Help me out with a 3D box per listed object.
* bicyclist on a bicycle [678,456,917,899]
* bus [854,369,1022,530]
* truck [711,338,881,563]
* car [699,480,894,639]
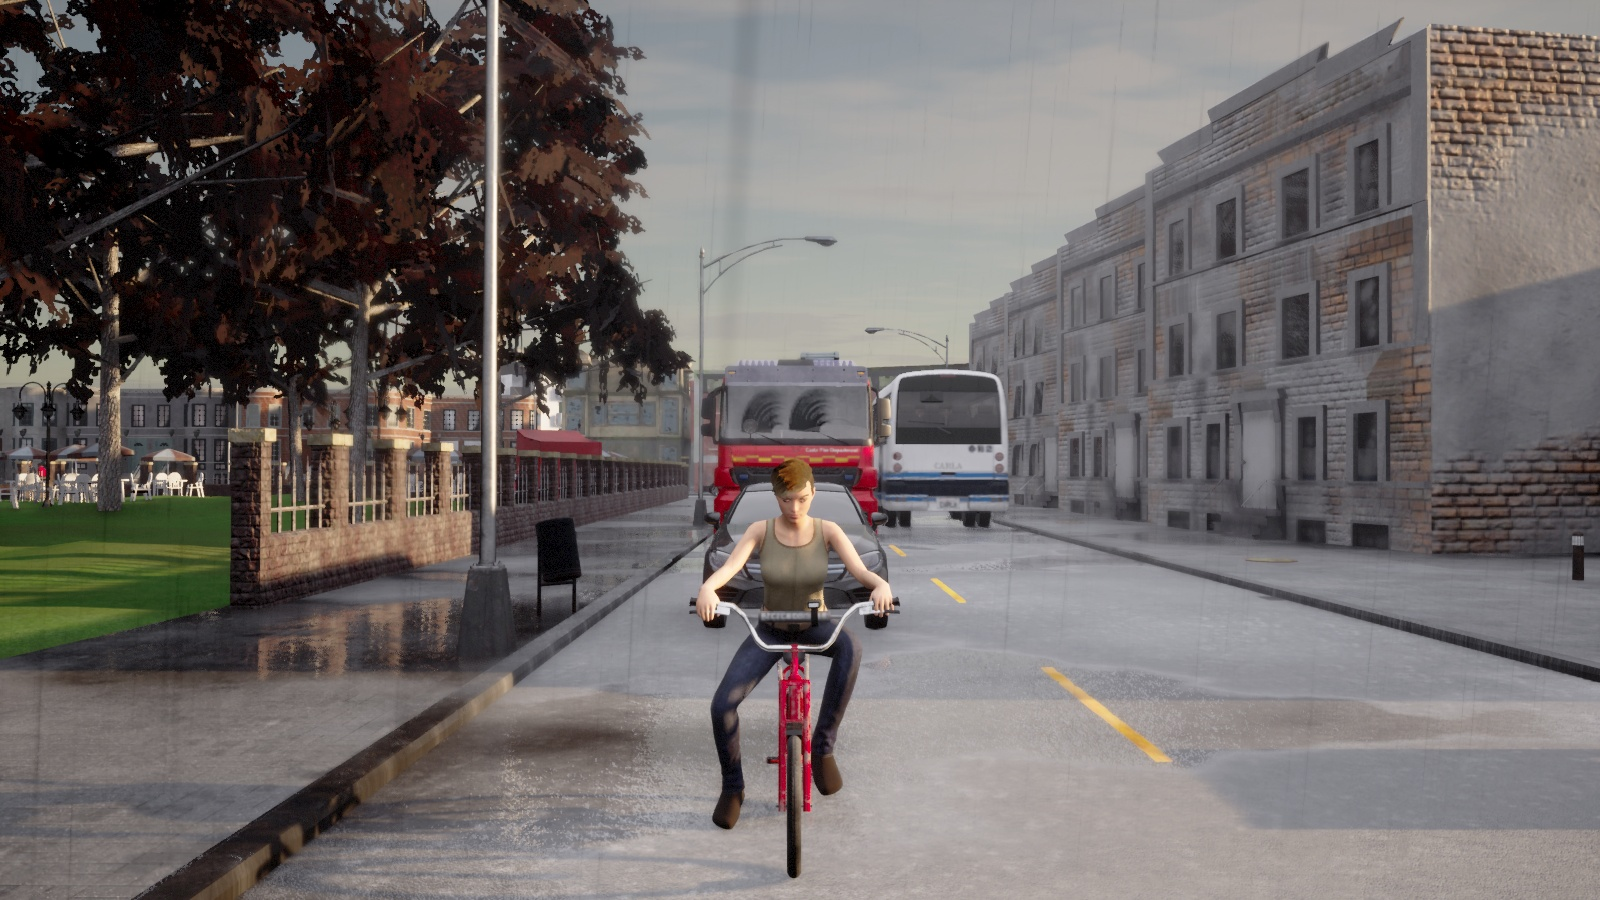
[{"bbox_3d":[-0.018,0.841,5.330,0.866,1.612,1.509,0,-1,-1],"label":"bicyclist on a bicycle"},{"bbox_3d":[3.860,0.065,38.324,3.944,4.253,10.273,0,-1,0],"label":"bus"},{"bbox_3d":[-0.086,0.079,25.617,2.891,3.827,8.468,0,-1,0],"label":"truck"},{"bbox_3d":[-0.041,1.076,14.025,1.812,1.442,4.674,0,-1,0],"label":"car"}]
